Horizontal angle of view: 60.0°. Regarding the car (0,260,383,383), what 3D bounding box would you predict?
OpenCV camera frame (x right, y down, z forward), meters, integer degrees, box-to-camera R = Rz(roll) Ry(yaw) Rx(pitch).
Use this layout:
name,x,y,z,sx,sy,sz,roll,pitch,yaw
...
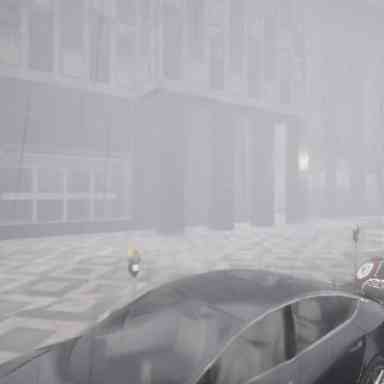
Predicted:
name,x,y,z,sx,sy,sz,roll,pitch,yaw
car,0.220,1.540,3.114,4.313,1.339,1.947,0,1,-35

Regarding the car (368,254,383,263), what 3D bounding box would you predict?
name,x,y,z,sx,sy,sz,roll,pitch,yaw
car,4.864,1.416,6.309,4.097,1.590,1.967,0,1,-35
